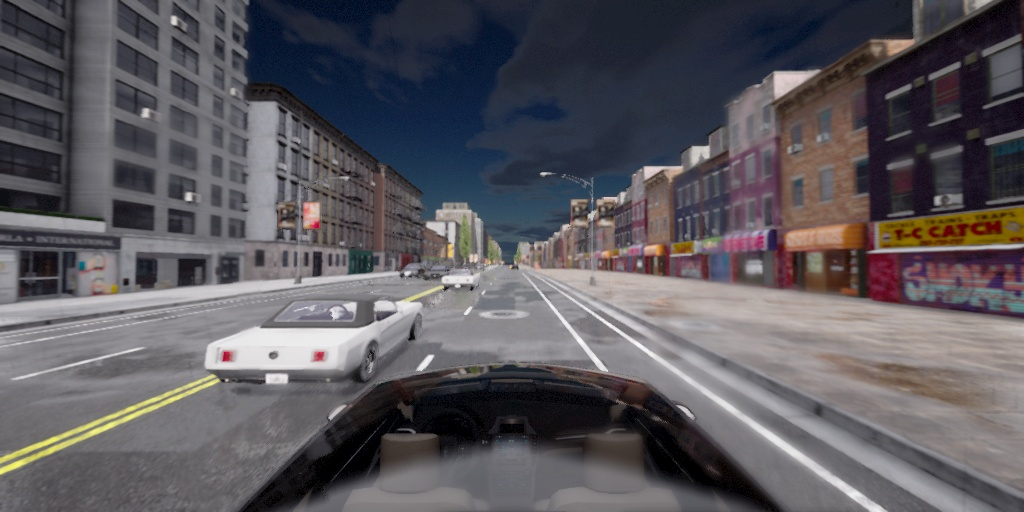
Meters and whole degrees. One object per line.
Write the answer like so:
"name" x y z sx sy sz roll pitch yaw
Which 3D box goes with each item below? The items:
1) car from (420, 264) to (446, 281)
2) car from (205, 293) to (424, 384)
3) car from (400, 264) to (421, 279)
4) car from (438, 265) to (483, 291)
"car" -6.596 1.552 32.582 1.994 1.385 4.181 0 -1 0
"car" -3.153 1.372 7.042 1.895 1.301 4.718 0 0 0
"car" -9.842 1.532 36.193 2.128 1.511 4.902 0 -1 0
"car" -3.156 1.476 23.054 1.895 1.301 4.718 0 -1 0
